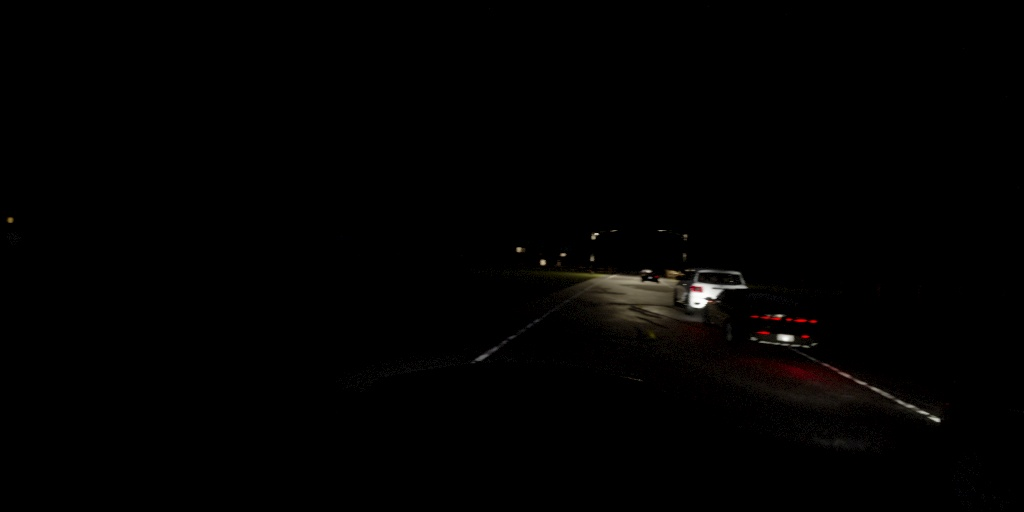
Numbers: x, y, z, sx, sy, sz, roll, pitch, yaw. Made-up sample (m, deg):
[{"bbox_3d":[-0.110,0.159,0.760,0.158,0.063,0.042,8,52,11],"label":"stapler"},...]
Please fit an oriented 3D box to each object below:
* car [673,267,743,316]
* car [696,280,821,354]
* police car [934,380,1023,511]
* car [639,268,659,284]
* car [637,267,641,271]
[{"bbox_3d":[8.860,1.573,16.383,2.150,2.045,5.566,3,0,17],"label":"car"},{"bbox_3d":[7.072,1.710,10.638,1.837,1.490,4.892,3,-1,17],"label":"car"},{"bbox_3d":[4.249,1.397,1.195,1.930,1.638,5.238,3,-1,16],"label":"police car"},{"bbox_3d":[16.731,2.551,43.490,1.994,1.385,4.181,3,0,20],"label":"car"},{"bbox_3d":[21.858,2.918,58.318,2.033,1.411,5.357,3,0,20],"label":"car"}]
